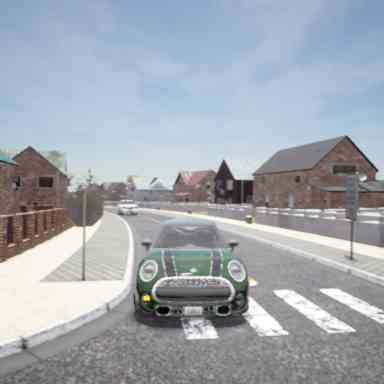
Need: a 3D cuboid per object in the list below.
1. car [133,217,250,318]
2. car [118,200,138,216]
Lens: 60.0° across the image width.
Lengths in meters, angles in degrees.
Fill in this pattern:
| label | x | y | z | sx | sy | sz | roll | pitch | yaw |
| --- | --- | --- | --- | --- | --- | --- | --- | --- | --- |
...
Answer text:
| label | x | y | z | sx | sy | sz | roll | pitch | yaw |
| --- | --- | --- | --- | --- | --- | --- | --- | --- | --- |
| car | -0.063 | 1.453 | 7.846 | 2.097 | 1.767 | 4.553 | 1 | -1 | -2 |
| car | -8.806 | 2.117 | 45.324 | 2.150 | 2.045 | 5.566 | 1 | -2 | -19 |
